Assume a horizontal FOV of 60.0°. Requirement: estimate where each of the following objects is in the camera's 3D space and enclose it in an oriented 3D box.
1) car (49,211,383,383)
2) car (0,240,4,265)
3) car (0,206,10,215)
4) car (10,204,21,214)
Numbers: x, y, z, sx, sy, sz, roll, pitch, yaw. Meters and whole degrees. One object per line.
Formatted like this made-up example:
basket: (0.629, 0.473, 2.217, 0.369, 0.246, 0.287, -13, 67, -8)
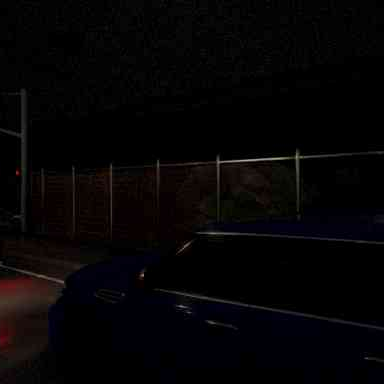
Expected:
car: (0.904, 1.221, 3.346, 5.566, 2.045, 2.150, 0, 0, 35)
car: (-7.110, 1.492, 9.063, 4.902, 1.511, 2.128, 0, 0, 33)
car: (-18.497, 1.581, 28.143, 1.812, 1.442, 4.674, 0, 0, 35)
car: (-17.152, 1.533, 36.118, 1.882, 1.535, 5.008, 0, 0, 35)
